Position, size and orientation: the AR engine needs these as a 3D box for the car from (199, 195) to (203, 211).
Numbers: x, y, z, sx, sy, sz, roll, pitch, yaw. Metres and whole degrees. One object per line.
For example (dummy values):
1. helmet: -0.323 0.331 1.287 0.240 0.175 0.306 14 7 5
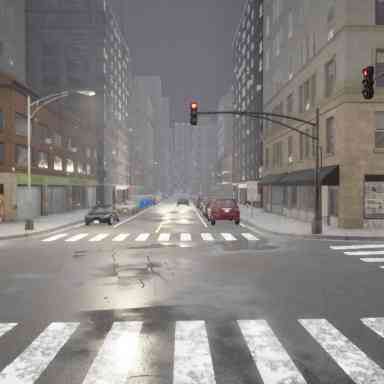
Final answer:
1. car: 2.063 1.318 29.677 2.192 1.841 5.009 -1 0 -2

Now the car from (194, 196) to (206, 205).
1. car: 1.298 1.521 57.766 1.752 1.417 4.829 -1 0 -2

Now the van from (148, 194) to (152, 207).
1. van: -6.922 1.342 46.194 1.690 1.788 3.998 -1 0 -2

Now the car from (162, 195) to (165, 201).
1. car: -7.689 1.427 74.111 1.967 1.590 4.097 -1 0 -2

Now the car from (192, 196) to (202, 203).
1. car: 0.999 1.556 68.763 1.947 1.339 4.313 -1 0 -2

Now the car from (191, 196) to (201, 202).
1. car: 0.846 1.538 74.347 2.008 1.369 4.403 -1 0 -2

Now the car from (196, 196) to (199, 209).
1. car: 1.756 1.527 41.014 1.752 1.417 4.829 -1 0 -2

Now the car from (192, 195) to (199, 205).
1. car: 1.605 1.316 46.428 2.192 1.841 5.009 -1 0 -2

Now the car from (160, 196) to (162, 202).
1. car: -7.382 1.433 62.945 1.967 1.590 4.097 -1 0 -2

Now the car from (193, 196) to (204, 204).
1. car: 1.151 1.559 63.179 1.947 1.339 4.313 -1 0 -2

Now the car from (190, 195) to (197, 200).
1. car: 0.389 1.524 91.098 2.008 1.369 4.403 -1 0 -2

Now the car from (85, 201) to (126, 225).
1. car: -6.305 1.569 23.859 1.947 1.339 4.313 -1 0 -2

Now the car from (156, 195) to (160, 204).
1. car: -7.230 1.311 57.361 2.192 1.841 5.009 -1 0 -2

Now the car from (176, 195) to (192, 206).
1. car: -1.440 1.503 53.438 1.837 1.490 4.892 0 0 -2

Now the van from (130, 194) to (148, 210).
1. van: -6.768 1.343 40.609 1.690 1.788 3.998 -1 0 -2

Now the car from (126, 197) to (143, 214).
1. car: -6.608 1.528 34.856 1.752 1.417 4.829 -1 0 -2

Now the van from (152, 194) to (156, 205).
1. van: -7.076 1.340 51.777 1.690 1.788 3.998 -1 0 -2

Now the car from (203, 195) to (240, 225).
1. car: 2.215 1.318 24.092 2.192 1.841 5.009 -1 0 -2

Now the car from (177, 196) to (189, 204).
1. car: -1.727 1.540 63.856 2.033 1.411 5.357 0 0 -2
